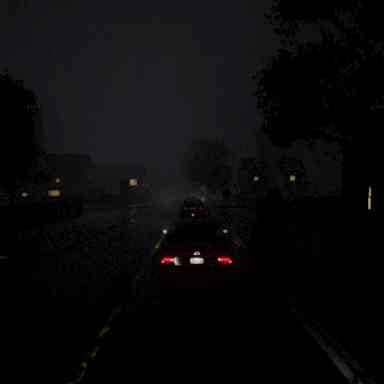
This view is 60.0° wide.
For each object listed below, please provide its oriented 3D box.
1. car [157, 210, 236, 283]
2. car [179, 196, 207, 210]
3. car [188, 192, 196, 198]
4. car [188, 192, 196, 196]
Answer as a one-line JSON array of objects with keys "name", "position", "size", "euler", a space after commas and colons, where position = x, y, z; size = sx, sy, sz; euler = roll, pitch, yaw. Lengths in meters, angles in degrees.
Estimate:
[{"name": "car", "position": [0.095, 1.476, 9.511], "size": [2.033, 1.411, 5.357], "euler": [0, 0, 0]}, {"name": "car", "position": [0.079, 1.314, 24.640], "size": [2.128, 1.511, 4.902], "euler": [0, 0, 0]}, {"name": "car", "position": [-0.075, 0.763, 89.696], "size": [2.097, 1.767, 4.553], "euler": [0, 0, 0]}, {"name": "car", "position": [-0.066, 1.143, 79.710], "size": [1.895, 1.301, 4.718], "euler": [0, 0, 0]}]
